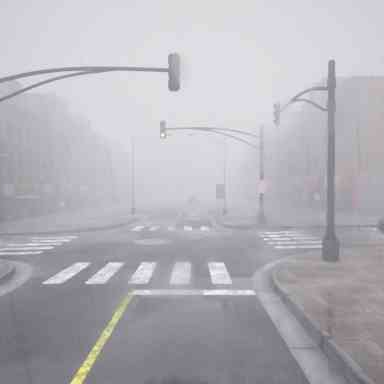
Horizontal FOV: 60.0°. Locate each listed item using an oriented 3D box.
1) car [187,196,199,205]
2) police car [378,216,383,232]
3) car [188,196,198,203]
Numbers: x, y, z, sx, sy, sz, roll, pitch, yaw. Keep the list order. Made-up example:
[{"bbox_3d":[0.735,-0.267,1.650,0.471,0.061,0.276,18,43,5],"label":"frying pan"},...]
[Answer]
[{"bbox_3d":[0.207,1.511,58.316,1.837,1.490,4.892,0,0,0],"label":"car"},{"bbox_3d":[10.634,1.244,13.778,4.974,1.542,2.038,-1,1,0],"label":"police car"},{"bbox_3d":[0.244,1.532,68.738,2.033,1.411,5.357,0,0,0],"label":"car"}]
